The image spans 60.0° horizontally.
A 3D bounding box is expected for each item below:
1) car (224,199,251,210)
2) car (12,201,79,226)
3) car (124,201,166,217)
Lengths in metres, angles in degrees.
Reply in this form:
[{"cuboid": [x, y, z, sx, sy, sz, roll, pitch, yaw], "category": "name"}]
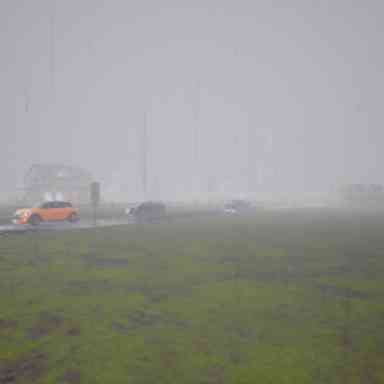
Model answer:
[{"cuboid": [6.742, 1.793, 48.931, 2.033, 1.411, 5.357, 0, 0, 36], "category": "car"}, {"cuboid": [-10.835, 1.467, 24.774, 2.097, 1.767, 4.553, 0, 0, 36], "category": "car"}, {"cuboid": [-4.639, 1.648, 33.319, 2.128, 1.511, 4.902, 0, 0, 36], "category": "car"}]
